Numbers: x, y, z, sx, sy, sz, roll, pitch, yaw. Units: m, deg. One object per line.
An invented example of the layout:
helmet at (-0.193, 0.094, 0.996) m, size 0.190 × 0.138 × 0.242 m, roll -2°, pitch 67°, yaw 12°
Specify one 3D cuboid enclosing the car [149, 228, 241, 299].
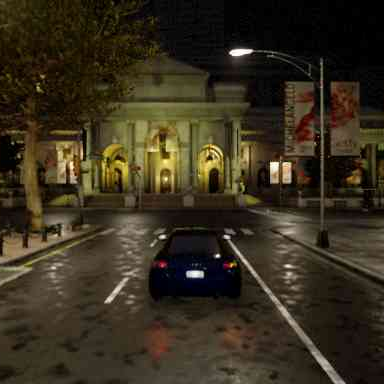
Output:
car at (0.076, 1.607, 8.596) m, size 1.994 × 1.385 × 4.181 m, roll 0°, pitch 0°, yaw 0°
